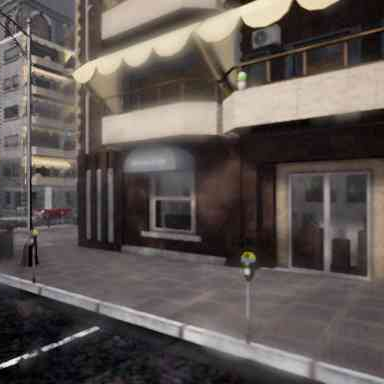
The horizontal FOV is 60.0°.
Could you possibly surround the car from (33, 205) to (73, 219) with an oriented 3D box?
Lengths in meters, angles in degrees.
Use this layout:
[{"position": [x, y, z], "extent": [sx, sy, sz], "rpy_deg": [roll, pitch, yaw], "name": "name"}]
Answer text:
[{"position": [-15.424, 2.140, 36.860], "extent": [1.967, 1.590, 4.097], "rpy_deg": [-1, -2, 35], "name": "car"}]
